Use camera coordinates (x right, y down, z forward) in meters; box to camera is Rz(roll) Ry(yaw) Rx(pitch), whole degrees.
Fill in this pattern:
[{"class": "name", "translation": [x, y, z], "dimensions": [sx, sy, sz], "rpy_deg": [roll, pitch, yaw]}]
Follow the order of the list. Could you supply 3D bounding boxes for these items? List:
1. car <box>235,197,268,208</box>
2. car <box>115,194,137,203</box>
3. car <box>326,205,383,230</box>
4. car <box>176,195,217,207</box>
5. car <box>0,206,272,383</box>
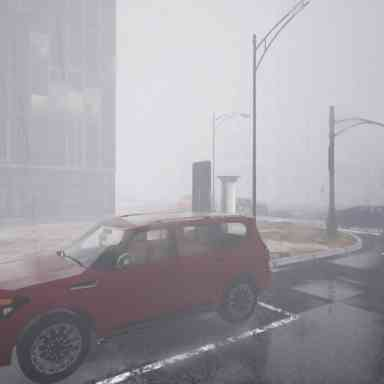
[{"class": "car", "translation": [4.886, 1.237, 30.990], "dimensions": [1.837, 1.490, 4.892], "rpy_deg": [0, 1, -36]}, {"class": "car", "translation": [-10.603, 0.957, 52.063], "dimensions": [2.033, 1.411, 5.357], "rpy_deg": [0, 1, -36]}, {"class": "car", "translation": [10.222, 1.439, 18.305], "dimensions": [2.033, 1.411, 5.357], "rpy_deg": [0, 1, -36]}, {"class": "car", "translation": [0.427, 1.041, 31.558], "dimensions": [2.097, 1.767, 4.553], "rpy_deg": [0, 0, -36]}, {"class": "car", "translation": [-0.818, 1.315, 5.592], "dimensions": [5.009, 1.841, 2.192], "rpy_deg": [0, 0, -35]}]
